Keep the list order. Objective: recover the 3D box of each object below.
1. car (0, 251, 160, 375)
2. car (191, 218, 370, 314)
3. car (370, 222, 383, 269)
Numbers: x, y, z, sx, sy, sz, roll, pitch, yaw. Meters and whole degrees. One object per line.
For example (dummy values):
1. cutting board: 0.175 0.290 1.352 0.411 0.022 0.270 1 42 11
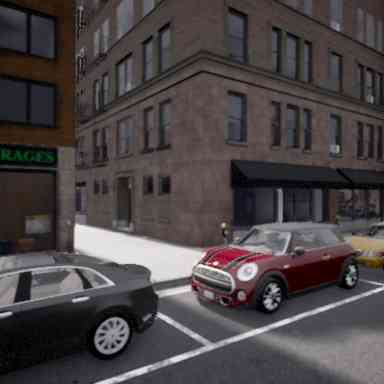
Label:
1. car: -2.544 1.552 4.373 4.403 1.369 2.008 0 0 -35
2. car: 1.951 1.460 7.576 4.097 1.590 1.967 0 0 -35
3. car: 6.306 1.563 10.680 4.829 1.417 1.752 0 0 -35
